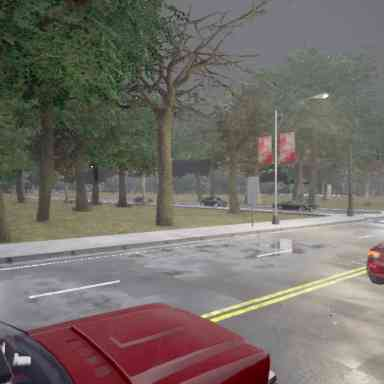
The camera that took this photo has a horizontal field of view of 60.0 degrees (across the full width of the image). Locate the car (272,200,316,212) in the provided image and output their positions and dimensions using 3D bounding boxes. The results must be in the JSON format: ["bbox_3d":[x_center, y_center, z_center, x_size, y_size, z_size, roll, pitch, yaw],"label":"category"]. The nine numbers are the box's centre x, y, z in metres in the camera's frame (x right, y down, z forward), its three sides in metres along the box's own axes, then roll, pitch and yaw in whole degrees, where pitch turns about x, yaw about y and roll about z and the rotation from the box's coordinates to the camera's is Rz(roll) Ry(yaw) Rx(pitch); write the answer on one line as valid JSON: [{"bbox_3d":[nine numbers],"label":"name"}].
[{"bbox_3d":[11.527,1.587,37.545,1.895,1.301,4.718,0,0,-38],"label":"car"}]

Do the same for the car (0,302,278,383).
[{"bbox_3d":[-1.522,1.601,2.274,4.718,1.301,1.895,0,0,-38],"label":"car"}]

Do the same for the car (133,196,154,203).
[{"bbox_3d":[-9.471,1.508,64.321,2.033,1.411,5.357,0,0,-38],"label":"car"}]

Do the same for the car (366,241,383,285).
[{"bbox_3d":[6.055,1.527,8.269,4.674,1.442,1.812,0,0,-38],"label":"car"}]

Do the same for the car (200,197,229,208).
[{"bbox_3d":[3.191,1.473,48.113,1.837,1.490,4.892,0,1,-38],"label":"car"}]
